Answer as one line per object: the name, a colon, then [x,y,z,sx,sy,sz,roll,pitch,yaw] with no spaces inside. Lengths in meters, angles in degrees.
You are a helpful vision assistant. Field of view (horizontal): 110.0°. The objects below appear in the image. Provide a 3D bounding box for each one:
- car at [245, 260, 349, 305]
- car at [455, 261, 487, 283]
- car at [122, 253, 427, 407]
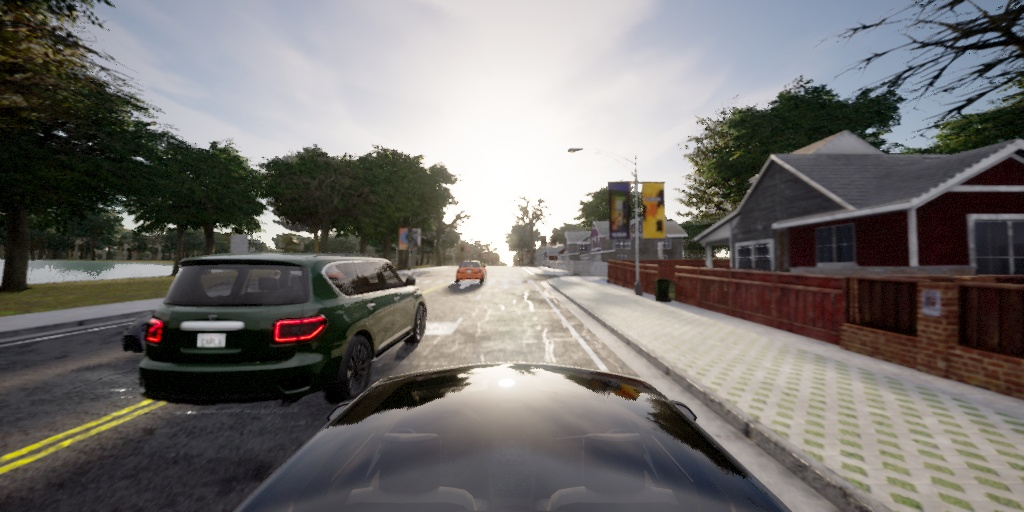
car: [-9.766,1.117,16.836,2.097,1.767,4.553,0,0,0]
car: [-3.144,1.134,28.372,2.097,1.767,4.553,0,0,0]
car: [-3.147,0.976,6.437,2.150,2.045,5.566,0,0,0]
